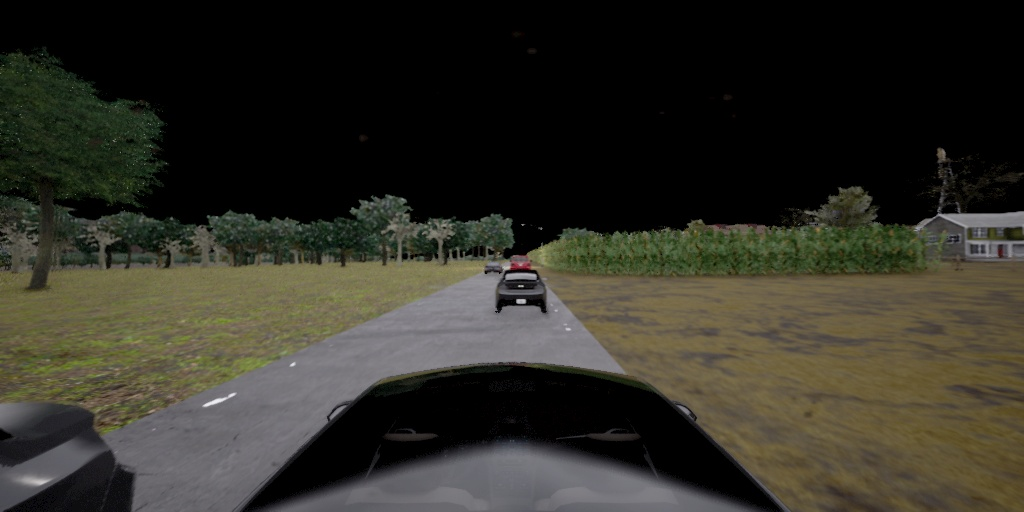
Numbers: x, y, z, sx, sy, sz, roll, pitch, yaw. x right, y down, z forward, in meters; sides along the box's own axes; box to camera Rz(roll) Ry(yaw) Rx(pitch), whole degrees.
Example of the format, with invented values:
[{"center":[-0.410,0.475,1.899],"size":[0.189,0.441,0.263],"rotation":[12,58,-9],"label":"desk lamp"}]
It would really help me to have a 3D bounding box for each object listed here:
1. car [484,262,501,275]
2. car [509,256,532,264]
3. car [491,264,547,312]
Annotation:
[{"center":[-1.989,1.336,39.633],"size":[2.033,1.411,5.357],"rotation":[0,0,1],"label":"car"},{"center":[0.919,0.997,38.061],"size":[2.150,2.045,5.566],"rotation":[0,0,1],"label":"car"},{"center":[0.360,1.260,14.343],"size":[1.837,1.490,4.892],"rotation":[0,0,1],"label":"car"}]
